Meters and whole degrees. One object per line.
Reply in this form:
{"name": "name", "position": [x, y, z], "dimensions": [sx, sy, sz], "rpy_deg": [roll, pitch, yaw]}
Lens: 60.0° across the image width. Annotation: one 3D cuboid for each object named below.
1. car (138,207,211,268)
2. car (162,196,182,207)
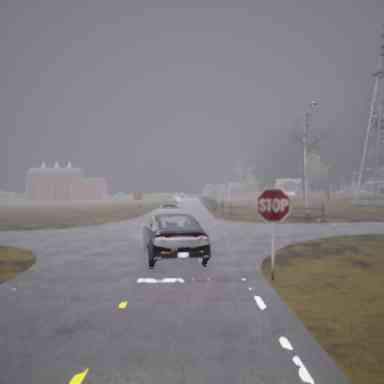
{"name": "car", "position": [-0.721, 1.476, 11.328], "dimensions": [2.128, 1.511, 4.902], "rpy_deg": [0, 0, -12]}
{"name": "car", "position": [-2.806, 1.483, 43.406], "dimensions": [2.033, 1.411, 5.357], "rpy_deg": [0, 0, 0]}
